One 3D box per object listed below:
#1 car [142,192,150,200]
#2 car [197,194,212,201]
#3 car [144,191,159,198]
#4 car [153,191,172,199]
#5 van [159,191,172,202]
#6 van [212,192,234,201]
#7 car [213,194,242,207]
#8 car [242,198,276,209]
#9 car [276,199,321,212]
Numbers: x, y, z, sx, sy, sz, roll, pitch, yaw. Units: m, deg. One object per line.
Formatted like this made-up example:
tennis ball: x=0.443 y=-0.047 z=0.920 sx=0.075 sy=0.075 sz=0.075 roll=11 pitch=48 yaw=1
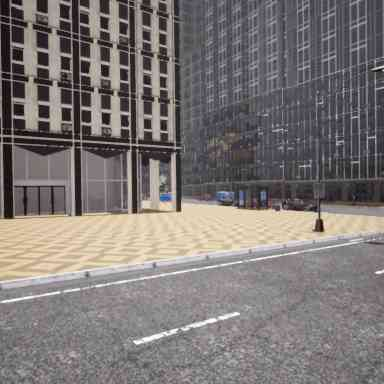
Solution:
car: x=-10.664 y=1.040 z=68.700 sx=2.008 sy=1.369 sz=4.403 roll=0 pitch=1 yaw=-34
car: x=2.664 y=1.043 z=64.027 sx=1.802 sy=1.307 sz=4.206 roll=0 pitch=1 yaw=-34
car: x=-10.143 y=0.686 z=82.809 sx=1.967 sy=1.590 sz=4.097 roll=0 pitch=1 yaw=-34
car: x=-6.941 y=0.615 z=78.112 sx=2.192 sy=1.841 sz=5.009 roll=0 pitch=1 yaw=-34
van: x=-4.260 y=0.937 z=59.305 sx=1.690 sy=1.788 sz=3.998 roll=0 pitch=1 yaw=-34
van: x=5.865 y=0.855 z=59.328 sx=1.690 sy=1.788 sz=3.998 roll=0 pitch=1 yaw=-34
car: x=5.300 y=1.319 z=45.192 sx=1.947 sy=1.339 sz=4.313 roll=0 pitch=1 yaw=-34
car: x=8.454 y=1.388 z=40.463 sx=1.802 sy=1.307 sz=4.206 roll=0 pitch=1 yaw=-34
car: x=11.642 y=1.424 z=35.755 sx=1.947 sy=1.339 sz=4.313 roll=0 pitch=1 yaw=-34
